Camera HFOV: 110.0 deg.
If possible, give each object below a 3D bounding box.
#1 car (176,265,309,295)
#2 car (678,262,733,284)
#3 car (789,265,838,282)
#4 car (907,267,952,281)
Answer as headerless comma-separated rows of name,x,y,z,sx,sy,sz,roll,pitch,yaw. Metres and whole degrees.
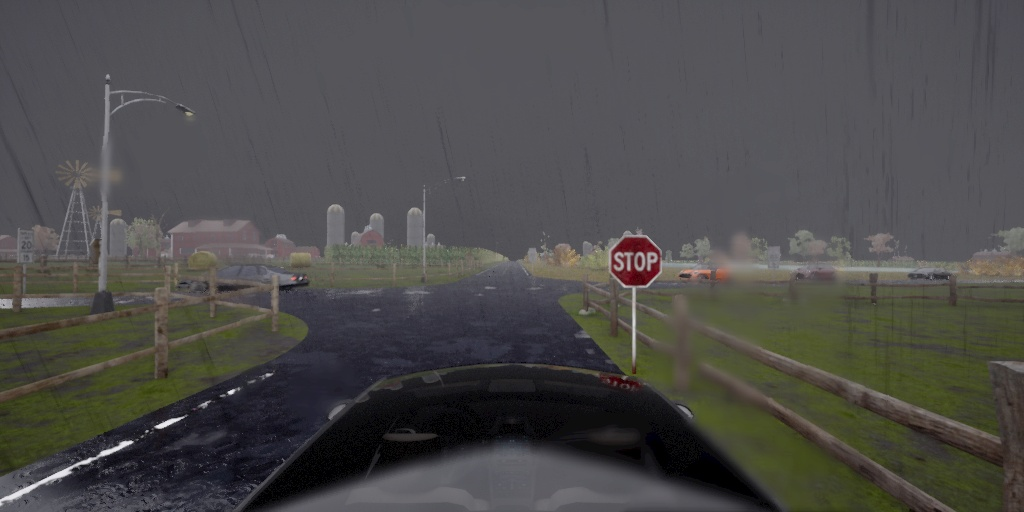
car,-13.187,1.146,17.846,5.357,1.411,2.033,1,-1,-6
car,16.473,1.421,30.583,4.553,1.767,2.097,1,-1,-20
car,29.672,1.628,35.332,4.553,1.767,2.097,1,-1,-19
car,47.946,2.057,41.201,5.008,1.535,1.882,1,-1,-17
